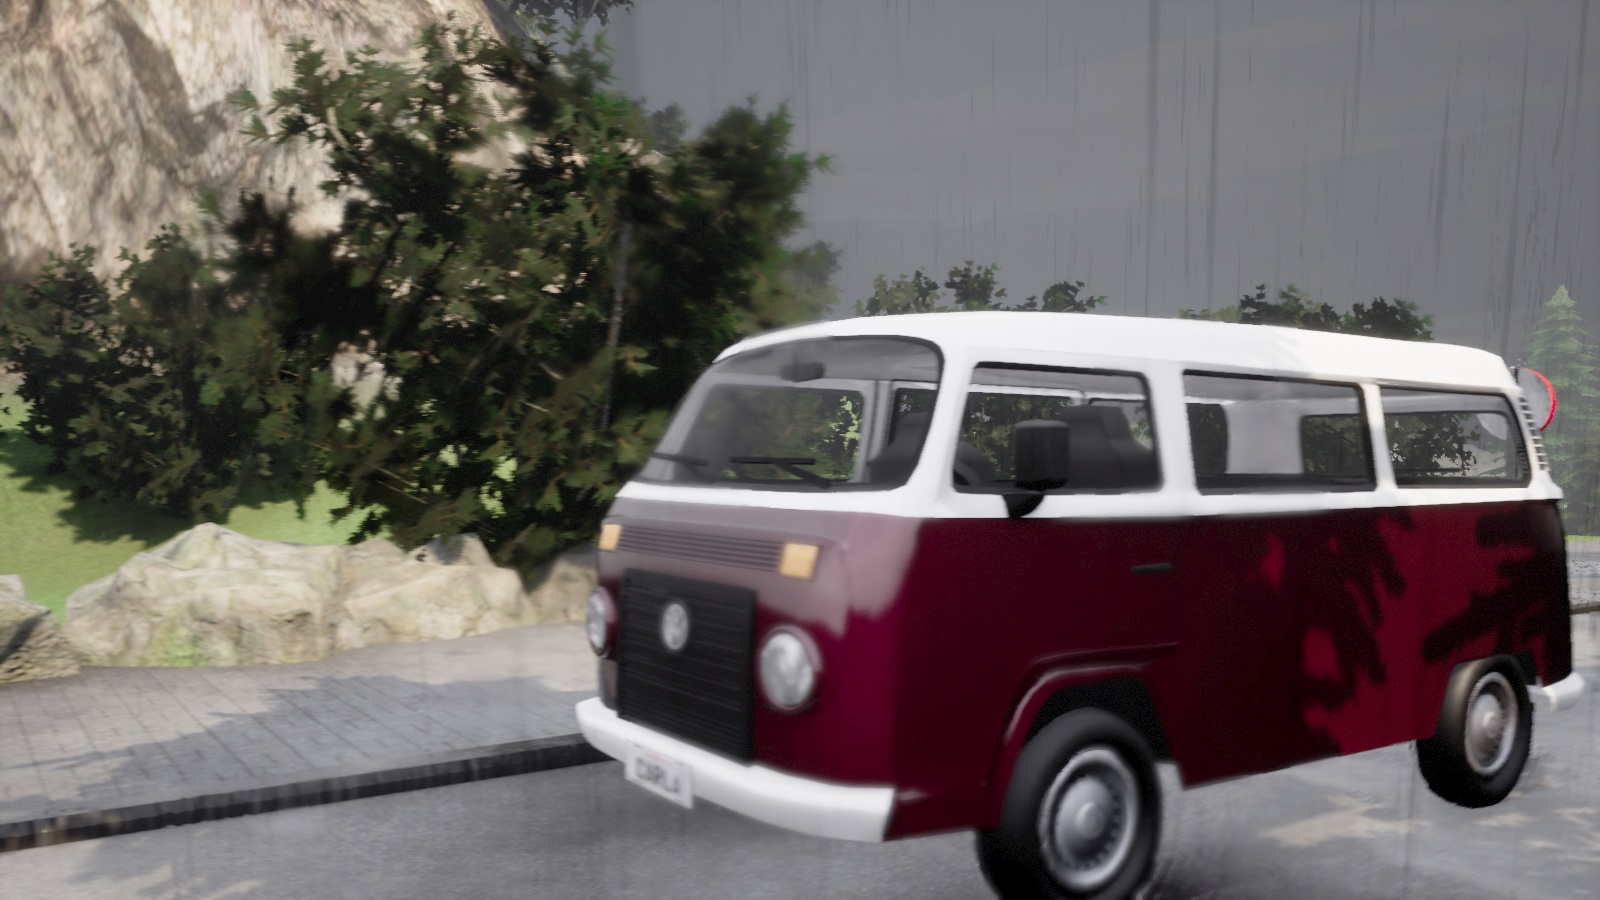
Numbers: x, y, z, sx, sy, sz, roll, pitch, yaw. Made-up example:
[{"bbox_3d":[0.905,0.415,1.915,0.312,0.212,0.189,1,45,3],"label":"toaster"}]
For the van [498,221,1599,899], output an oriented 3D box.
[{"bbox_3d":[1.297,0.485,5.171,4.480,2.038,2.069,1,-1,-35],"label":"van"}]
